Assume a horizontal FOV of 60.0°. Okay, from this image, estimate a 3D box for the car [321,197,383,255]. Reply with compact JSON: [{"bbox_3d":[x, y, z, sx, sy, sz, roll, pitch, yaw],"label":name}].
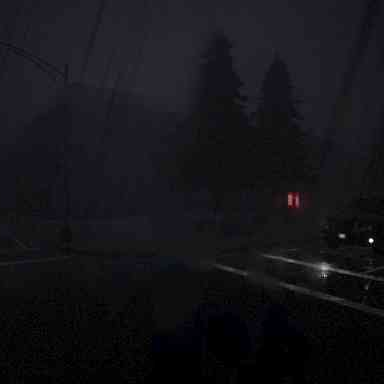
[{"bbox_3d":[7.682,1.248,13.754,5.566,2.045,2.150,0,0,-37],"label":"car"}]
